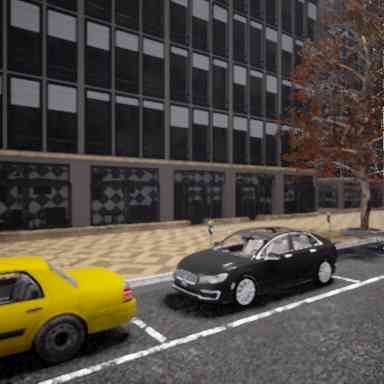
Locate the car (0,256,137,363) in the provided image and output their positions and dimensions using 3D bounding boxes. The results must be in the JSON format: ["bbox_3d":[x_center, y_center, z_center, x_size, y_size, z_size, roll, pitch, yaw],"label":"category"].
[{"bbox_3d":[-3.143,1.526,4.315,4.829,1.417,1.752,0,0,-35],"label":"car"}]

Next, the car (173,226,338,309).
[{"bbox_3d":[1.632,1.522,7.719,4.403,1.369,2.008,0,0,-35],"label":"car"}]
